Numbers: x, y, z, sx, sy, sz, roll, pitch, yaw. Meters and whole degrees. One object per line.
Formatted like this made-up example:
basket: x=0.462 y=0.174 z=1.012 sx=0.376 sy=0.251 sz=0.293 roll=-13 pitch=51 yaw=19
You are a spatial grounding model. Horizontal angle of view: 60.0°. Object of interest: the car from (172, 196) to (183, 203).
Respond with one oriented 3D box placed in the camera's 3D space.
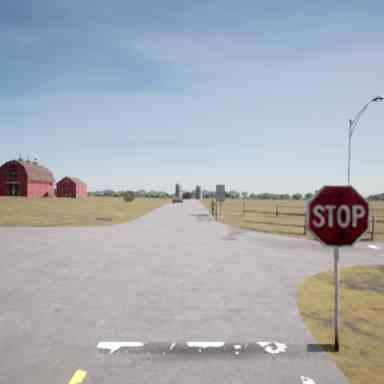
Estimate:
car: x=-2.776 y=1.538 z=65.594 sx=1.994 sy=1.385 sz=4.181 roll=0 pitch=0 yaw=0
